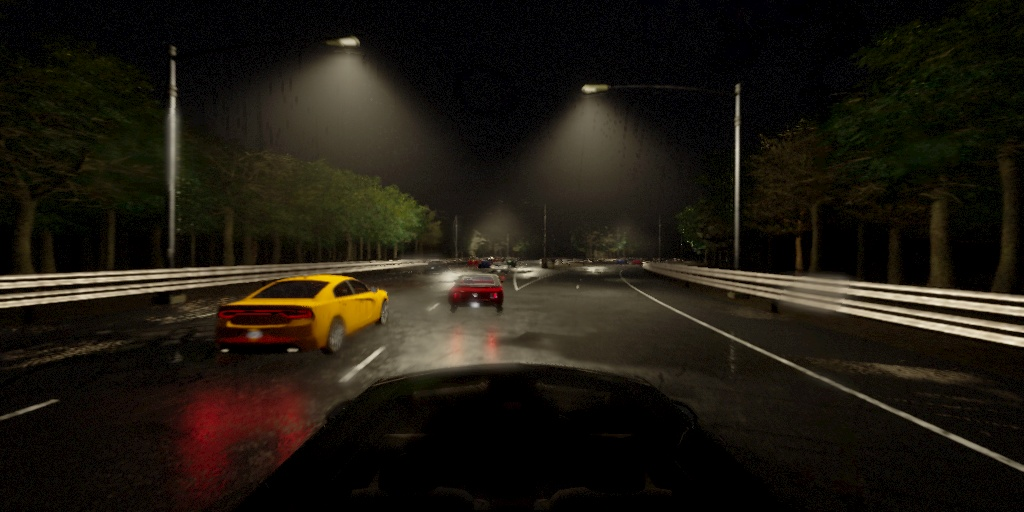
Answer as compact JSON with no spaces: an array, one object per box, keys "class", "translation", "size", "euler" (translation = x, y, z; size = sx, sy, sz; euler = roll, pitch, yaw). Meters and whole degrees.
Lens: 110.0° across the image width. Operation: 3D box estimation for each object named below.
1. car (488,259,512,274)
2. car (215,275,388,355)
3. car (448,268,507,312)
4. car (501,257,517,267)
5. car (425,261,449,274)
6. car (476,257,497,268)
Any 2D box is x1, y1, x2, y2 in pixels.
[{"class":"car","translation":[-1.352,1.313,41.203],"size":[1.895,1.301,4.718],"euler":[0,0,2]},{"class":"car","translation":[-4.513,1.202,8.627],"size":[1.882,1.535,5.008],"euler":[0,0,-2]},{"class":"car","translation":[-1.274,1.340,14.083],"size":[1.895,1.301,4.718],"euler":[0,0,-2]},{"class":"car","translation":[-0.221,1.040,62.646],"size":[2.097,1.767,4.553],"euler":[0,0,4]},{"class":"car","translation":[-8.297,1.237,39.875],"size":[1.994,1.385,4.181],"euler":[0,0,2]},{"class":"car","translation":[-4.027,1.239,57.667],"size":[1.994,1.385,4.181],"euler":[0,0,4]}]
